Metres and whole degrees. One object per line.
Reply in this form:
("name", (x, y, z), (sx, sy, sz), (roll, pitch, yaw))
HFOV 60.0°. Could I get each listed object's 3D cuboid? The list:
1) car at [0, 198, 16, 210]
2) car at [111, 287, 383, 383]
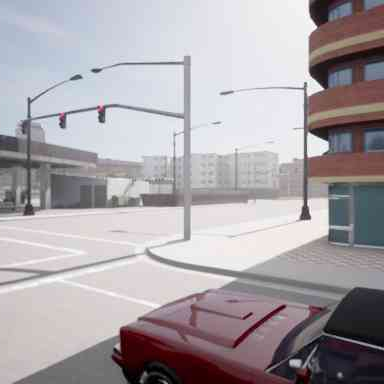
("car", (-22.400, 1.434, 38.866), (3.806, 1.475, 1.970), (0, 0, 36))
("car", (1.475, 1.601, 2.921), (4.718, 1.301, 1.895), (0, 0, 36))
